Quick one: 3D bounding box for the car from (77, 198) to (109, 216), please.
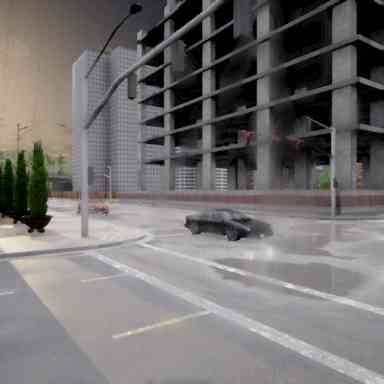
[{"bbox_3d":[-10.061,1.405,33.753,2.097,1.767,4.553,0,0,-35],"label":"car"}]

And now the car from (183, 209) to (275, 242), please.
[{"bbox_3d":[1.623,1.579,17.008,2.033,1.411,5.357,0,0,-35],"label":"car"}]
